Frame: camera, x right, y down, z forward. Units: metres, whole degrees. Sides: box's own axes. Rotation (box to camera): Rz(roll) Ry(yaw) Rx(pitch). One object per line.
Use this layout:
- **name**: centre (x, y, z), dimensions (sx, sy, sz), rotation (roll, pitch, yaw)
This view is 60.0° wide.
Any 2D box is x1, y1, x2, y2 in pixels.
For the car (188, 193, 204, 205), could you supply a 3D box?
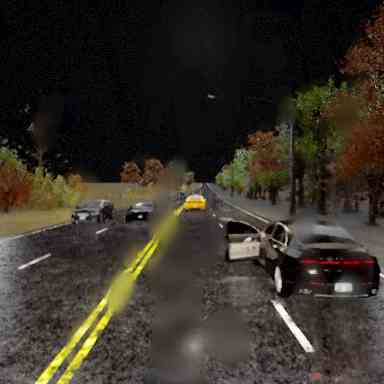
- **car**: centre (0.636, 0.957, 47.357), dimensions (2.128, 1.511, 4.902), rotation (0, 1, 2)

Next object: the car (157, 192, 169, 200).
- **car**: centre (-5.446, 0.751, 63.844), dimensions (2.128, 1.511, 4.902), rotation (0, 1, 3)

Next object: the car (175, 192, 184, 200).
- **car**: centre (-2.159, 0.763, 64.659), dimensions (1.837, 1.490, 4.892), rotation (0, 1, 2)

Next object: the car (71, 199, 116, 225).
- **car**: centre (-6.443, 1.249, 22.119), dimensions (2.128, 1.511, 4.902), rotation (0, 1, 1)

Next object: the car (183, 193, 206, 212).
- **car**: centre (0.376, 1.107, 33.488), dimensions (1.882, 1.535, 5.008), rotation (0, 1, 2)

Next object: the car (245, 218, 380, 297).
- **car**: centre (2.695, 1.416, 8.306), dimensions (1.837, 1.490, 4.892), rotation (0, 1, 0)

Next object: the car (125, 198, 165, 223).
- **car**: centre (-3.188, 1.317, 22.528), dimensions (1.994, 1.385, 4.181), rotation (0, 1, 1)
